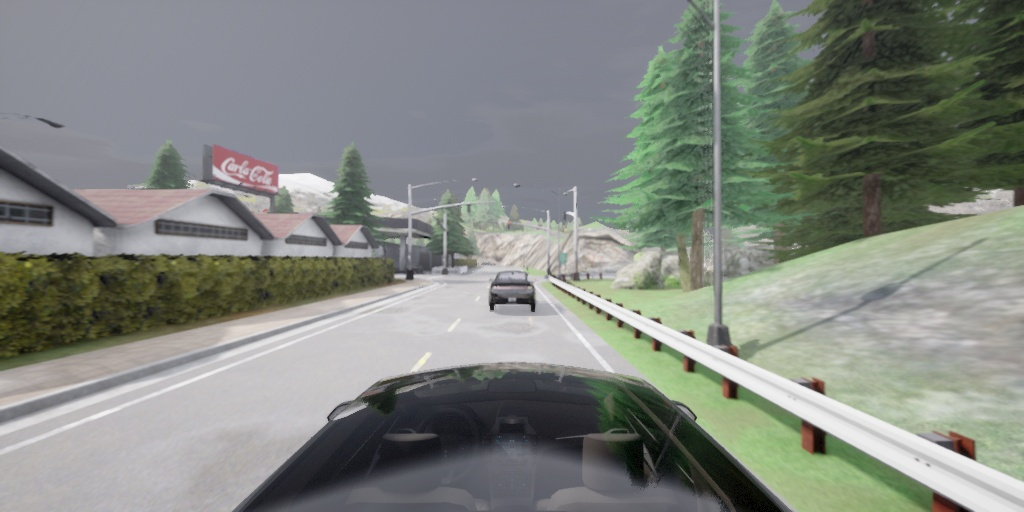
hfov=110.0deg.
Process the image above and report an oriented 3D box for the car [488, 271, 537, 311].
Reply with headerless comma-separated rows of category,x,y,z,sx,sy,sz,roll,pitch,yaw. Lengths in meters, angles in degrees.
car,0.031,1.383,15.335,2.128,1.511,4.902,0,0,1
